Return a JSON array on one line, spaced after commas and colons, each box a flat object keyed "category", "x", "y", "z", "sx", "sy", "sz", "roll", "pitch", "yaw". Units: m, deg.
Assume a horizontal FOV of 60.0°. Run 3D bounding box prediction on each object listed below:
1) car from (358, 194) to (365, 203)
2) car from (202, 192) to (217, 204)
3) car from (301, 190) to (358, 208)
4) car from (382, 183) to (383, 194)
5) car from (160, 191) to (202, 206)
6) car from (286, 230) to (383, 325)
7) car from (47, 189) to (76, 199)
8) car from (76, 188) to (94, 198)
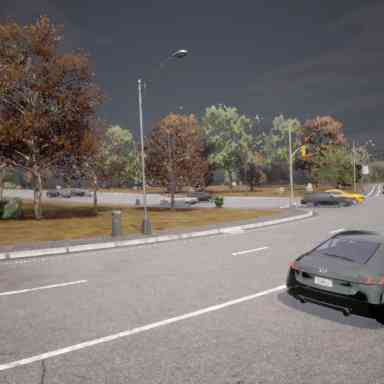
[{"category": "car", "x": 14.884, "y": 0.508, "z": 34.105, "sx": 5.008, "sy": 1.535, "sz": 1.882, "roll": -2, "pitch": 2, "yaw": 33}, {"category": "car", "x": 1.498, "y": 0.677, "z": 42.757, "sx": 4.892, "sy": 1.490, "sz": 1.837, "roll": 0, "pitch": 3, "yaw": 33}, {"category": "car", "x": 12.721, "y": 0.729, "z": 31.343, "sx": 4.674, "sy": 1.442, "sz": 1.812, "roll": -2, "pitch": 2, "yaw": 33}, {"category": "car", "x": 29.724, "y": -0.835, "z": 49.634, "sx": 2.150, "sy": 2.045, "sz": 5.566, "roll": -1, "pitch": 2, "yaw": 31}, {"category": "car", "x": -1.565, "y": 0.933, "z": 40.577, "sx": 4.718, "sy": 1.301, "sz": 1.895, "roll": 0, "pitch": 3, "yaw": 33}, {"category": "car", "x": 3.890, "y": 1.516, "z": 7.068, "sx": 4.181, "sy": 1.385, "sz": 1.994, "roll": -1, "pitch": 0, "yaw": -38}, {"category": "car", "x": -21.327, "y": 0.291, "z": 53.370, "sx": 4.892, "sy": 1.490, "sz": 1.837, "roll": 2, "pitch": 4, "yaw": 33}, {"category": "car", "x": -18.181, "y": 0.158, "z": 55.486, "sx": 4.902, "sy": 1.511, "sz": 2.128, "roll": 2, "pitch": 4, "yaw": 33}]
